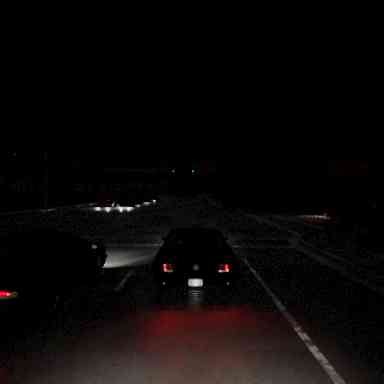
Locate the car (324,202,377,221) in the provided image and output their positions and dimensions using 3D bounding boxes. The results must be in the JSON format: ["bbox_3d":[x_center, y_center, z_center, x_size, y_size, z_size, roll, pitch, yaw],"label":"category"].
[{"bbox_3d":[13.981,1.680,28.793,4.892,1.490,1.837,0,0,-1],"label":"car"}]

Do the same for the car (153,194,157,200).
[{"bbox_3d":[-10.474,1.362,87.898,1.812,1.442,4.674,0,1,0],"label":"car"}]

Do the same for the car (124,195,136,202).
[{"bbox_3d":[-13.978,1.550,75.399,1.812,1.442,4.674,0,1,0],"label":"car"}]

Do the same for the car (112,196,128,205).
[{"bbox_3d":[-14.013,1.608,65.127,1.882,1.535,5.008,0,0,1],"label":"car"}]

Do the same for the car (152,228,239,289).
[{"bbox_3d":[0.089,1.657,9.321,1.895,1.301,4.718,0,0,0],"label":"car"}]

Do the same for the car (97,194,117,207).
[{"bbox_3d":[-14.074,1.413,55.318,2.150,2.045,5.566,0,0,0],"label":"car"}]

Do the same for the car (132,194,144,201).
[{"bbox_3d":[-13.975,1.409,86.189,2.033,1.411,5.357,0,1,0],"label":"car"}]

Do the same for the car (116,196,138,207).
[{"bbox_3d":[-10.569,1.757,54.591,1.994,1.385,4.181,0,0,0],"label":"car"}]

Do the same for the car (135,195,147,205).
[{"bbox_3d":[-10.527,1.688,63.765,2.033,1.411,5.357,0,0,0],"label":"car"}]

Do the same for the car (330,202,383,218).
[{"bbox_3d":[16.165,1.719,32.519,4.674,1.442,1.812,0,0,-2],"label":"car"}]

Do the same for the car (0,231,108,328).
[{"bbox_3d":[-3.416,1.592,7.402,2.033,1.411,5.357,0,0,0],"label":"car"}]

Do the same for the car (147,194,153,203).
[{"bbox_3d":[-10.478,1.597,73.786,1.994,1.385,4.181,0,1,0],"label":"car"}]
